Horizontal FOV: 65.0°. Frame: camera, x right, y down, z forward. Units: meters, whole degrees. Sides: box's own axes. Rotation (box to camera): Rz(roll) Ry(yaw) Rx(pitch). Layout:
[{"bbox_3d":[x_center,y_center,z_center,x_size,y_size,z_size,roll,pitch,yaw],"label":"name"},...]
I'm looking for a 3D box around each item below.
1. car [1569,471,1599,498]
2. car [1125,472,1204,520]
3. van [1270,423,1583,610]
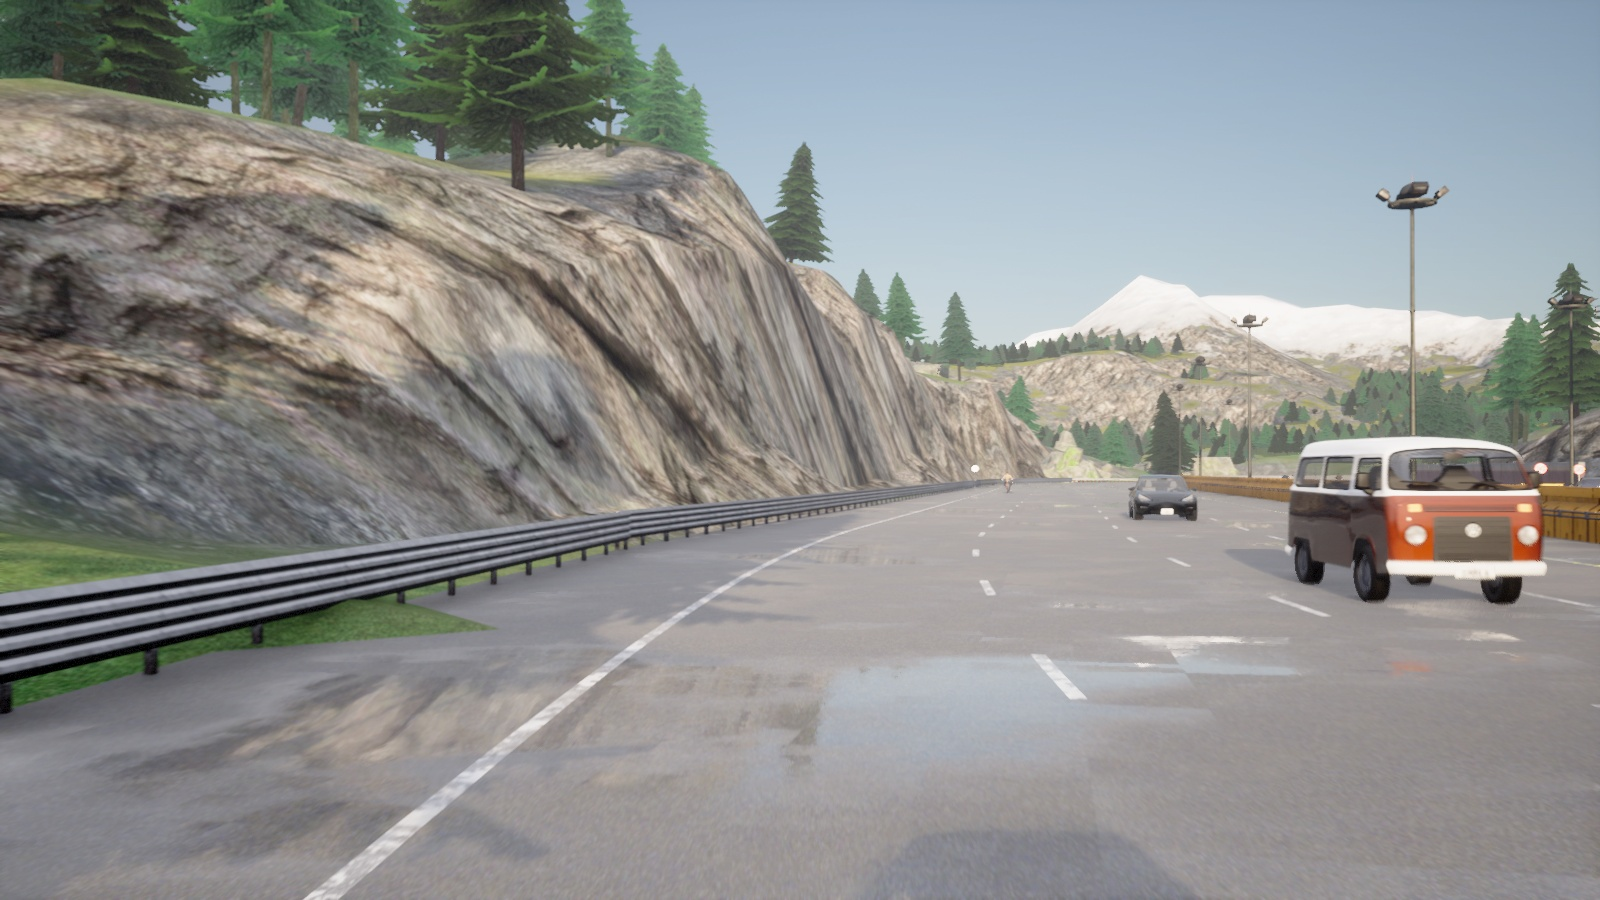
[{"bbox_3d":[43.245,1.836,68.366,2.033,1.411,5.357,-1,-1,29],"label":"car"},{"bbox_3d":[11.990,1.464,41.595,2.163,1.488,4.792,0,-1,12],"label":"car"},{"bbox_3d":[7.729,0.777,16.077,2.069,2.038,4.480,-1,-1,5],"label":"van"}]
